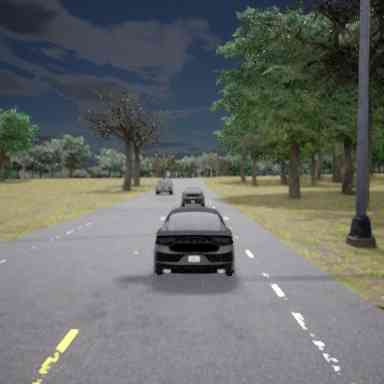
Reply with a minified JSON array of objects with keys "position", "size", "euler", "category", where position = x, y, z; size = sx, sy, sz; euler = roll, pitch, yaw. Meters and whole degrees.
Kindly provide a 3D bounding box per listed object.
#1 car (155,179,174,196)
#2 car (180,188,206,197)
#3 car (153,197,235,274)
[{"position":[-3.595,-0.650,44.137],"size":[2.150,2.045,5.566],"euler":[0,3,0],"category":"car"},{"position":[0.080,0.386,28.264],"size":[1.837,1.490,4.892],"euler":[0,3,0],"category":"car"},{"position":[0.069,1.142,9.398],"size":[1.882,1.535,5.008],"euler":[0,2,1],"category":"car"}]
